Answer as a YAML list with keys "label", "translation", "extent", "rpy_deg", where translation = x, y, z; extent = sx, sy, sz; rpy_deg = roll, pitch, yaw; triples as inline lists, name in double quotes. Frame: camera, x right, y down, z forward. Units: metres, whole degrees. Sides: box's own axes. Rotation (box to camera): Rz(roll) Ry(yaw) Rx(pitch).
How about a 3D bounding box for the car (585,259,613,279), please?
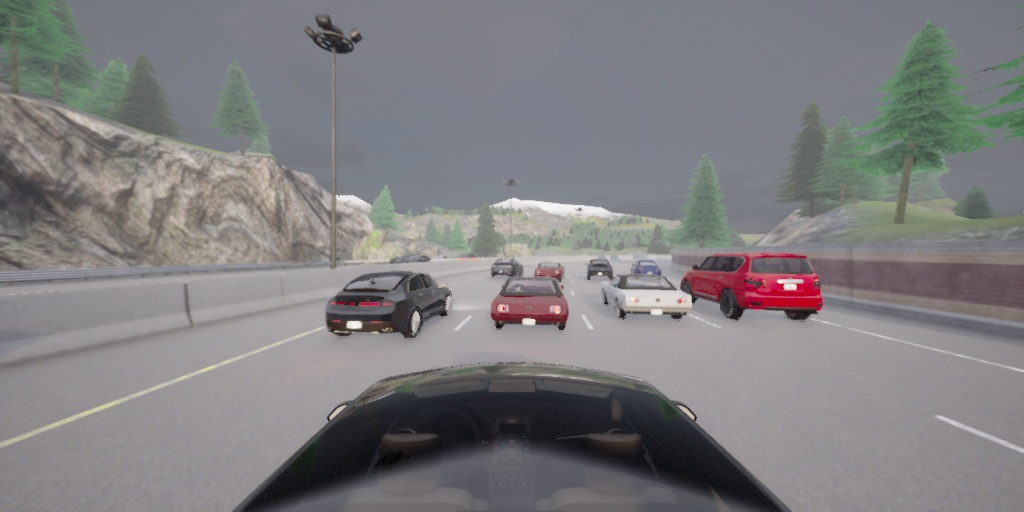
- label: "car"
  translation: [6.722, 0.980, 27.631]
  extent: [1.837, 1.490, 4.892]
  rpy_deg: [0, 1, 12]

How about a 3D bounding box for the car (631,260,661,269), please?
- label: "car"
  translation: [10.377, 1.021, 27.956]
  extent: [1.812, 1.442, 4.674]
  rpy_deg: [1, 1, 12]

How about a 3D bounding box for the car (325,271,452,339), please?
- label: "car"
  translation: [-2.993, 1.136, 9.716]
  extent: [1.837, 1.490, 4.892]
  rpy_deg: [0, 1, 5]

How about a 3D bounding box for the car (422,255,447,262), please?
- label: "car"
  translation: [-9.639, 0.643, 47.915]
  extent: [1.812, 1.442, 4.674]
  rpy_deg: [1, 1, 19]

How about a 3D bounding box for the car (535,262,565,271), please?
- label: "car"
  translation: [2.828, 1.068, 26.196]
  extent: [1.895, 1.301, 4.718]
  rpy_deg: [1, 1, 11]

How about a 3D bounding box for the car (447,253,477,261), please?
- label: "car"
  translation: [-6.207, 0.501, 47.120]
  extent: [2.097, 1.767, 4.553]
  rpy_deg: [1, 1, 19]

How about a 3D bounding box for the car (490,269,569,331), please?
- label: "car"
  translation: [0.595, 1.244, 10.629]
  extent: [1.895, 1.301, 4.718]
  rpy_deg: [0, 1, 5]

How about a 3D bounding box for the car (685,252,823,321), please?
- label: "car"
  translation: [7.782, 0.892, 12.346]
  extent: [2.150, 2.045, 5.566]
  rpy_deg: [0, 1, 6]

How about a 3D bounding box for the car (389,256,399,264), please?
- label: "car"
  translation: [-15.778, 0.595, 51.542]
  extent: [1.994, 1.385, 4.181]
  rpy_deg: [1, 1, 19]

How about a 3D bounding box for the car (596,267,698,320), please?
- label: "car"
  translation: [4.254, 1.250, 12.188]
  extent: [1.895, 1.301, 4.718]
  rpy_deg: [0, 1, 6]

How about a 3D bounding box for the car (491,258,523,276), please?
- label: "car"
  translation: [-0.309, 0.913, 28.208]
  extent: [2.128, 1.511, 4.902]
  rpy_deg: [0, 1, 12]

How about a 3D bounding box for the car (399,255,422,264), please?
- label: "car"
  translation: [-12.884, 0.583, 49.203]
  extent: [1.837, 1.490, 4.892]
  rpy_deg: [0, 1, 19]
